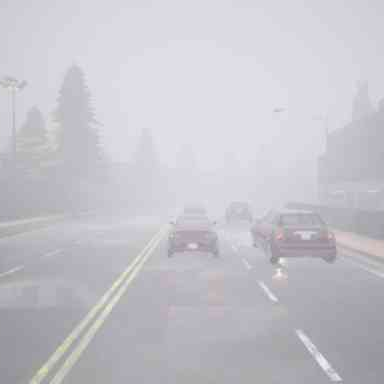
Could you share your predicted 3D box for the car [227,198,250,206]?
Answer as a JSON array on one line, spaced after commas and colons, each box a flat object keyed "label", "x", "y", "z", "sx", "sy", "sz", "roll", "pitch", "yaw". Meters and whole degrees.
[{"label": "car", "x": 8.626, "y": 1.861, "z": 61.717, "sx": 4.674, "sy": 1.442, "sz": 1.812, "roll": 0, "pitch": -1, "yaw": -44}]

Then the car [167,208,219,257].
[{"label": "car", "x": 0.046, "y": 1.598, "z": 13.198, "sx": 1.812, "sy": 1.442, "sz": 4.674, "roll": 0, "pitch": 0, "yaw": 0}]

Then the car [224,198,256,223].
[{"label": "car", "x": 3.765, "y": 1.501, "z": 27.402, "sx": 2.097, "sy": 1.767, "sz": 4.553, "roll": 0, "pitch": 0, "yaw": 4}]

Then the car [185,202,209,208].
[{"label": "car", "x": 0.367, "y": 1.634, "z": 28.671, "sx": 1.882, "sy": 1.535, "sz": 5.008, "roll": 0, "pitch": 0, "yaw": 5}]

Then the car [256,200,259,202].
[{"label": "car", "x": 9.828, "y": 1.864, "z": 58.147, "sx": 2.033, "sy": 1.411, "sz": 5.357, "roll": 0, "pitch": 0, "yaw": 44}]

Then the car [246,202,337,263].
[{"label": "car", "x": 3.540, "y": 1.420, "z": 12.406, "sx": 2.097, "sy": 1.767, "sz": 4.553, "roll": 0, "pitch": 0, "yaw": 1}]
